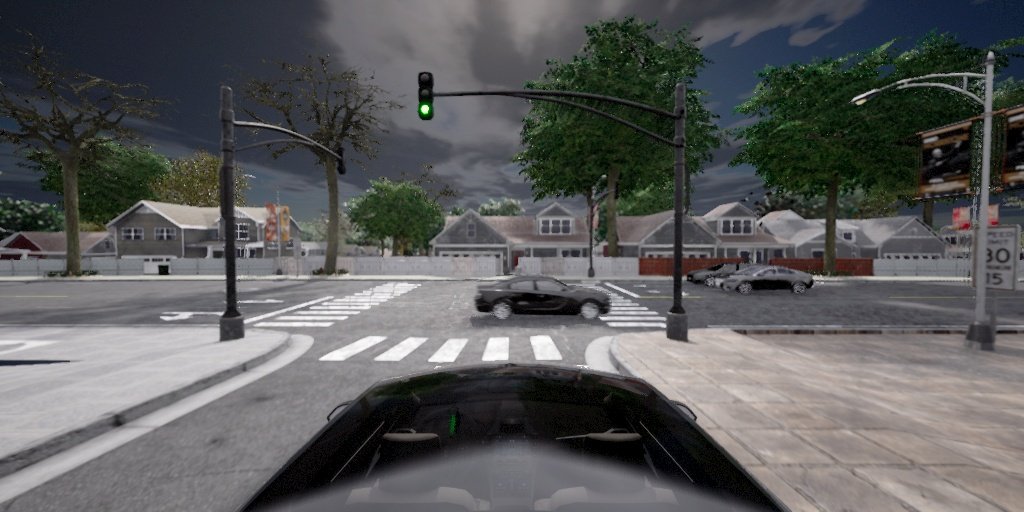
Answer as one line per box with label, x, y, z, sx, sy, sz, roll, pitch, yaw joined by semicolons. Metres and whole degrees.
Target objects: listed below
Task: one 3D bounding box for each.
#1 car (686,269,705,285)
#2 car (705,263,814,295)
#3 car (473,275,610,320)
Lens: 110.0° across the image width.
car;13.905;1.196;23.176;4.892;1.490;1.837;0;2;0
car;13.895;1.286;19.928;4.902;1.511;2.128;0;2;0
car;1.090;1.458;13.322;5.008;1.535;1.882;0;2;0
